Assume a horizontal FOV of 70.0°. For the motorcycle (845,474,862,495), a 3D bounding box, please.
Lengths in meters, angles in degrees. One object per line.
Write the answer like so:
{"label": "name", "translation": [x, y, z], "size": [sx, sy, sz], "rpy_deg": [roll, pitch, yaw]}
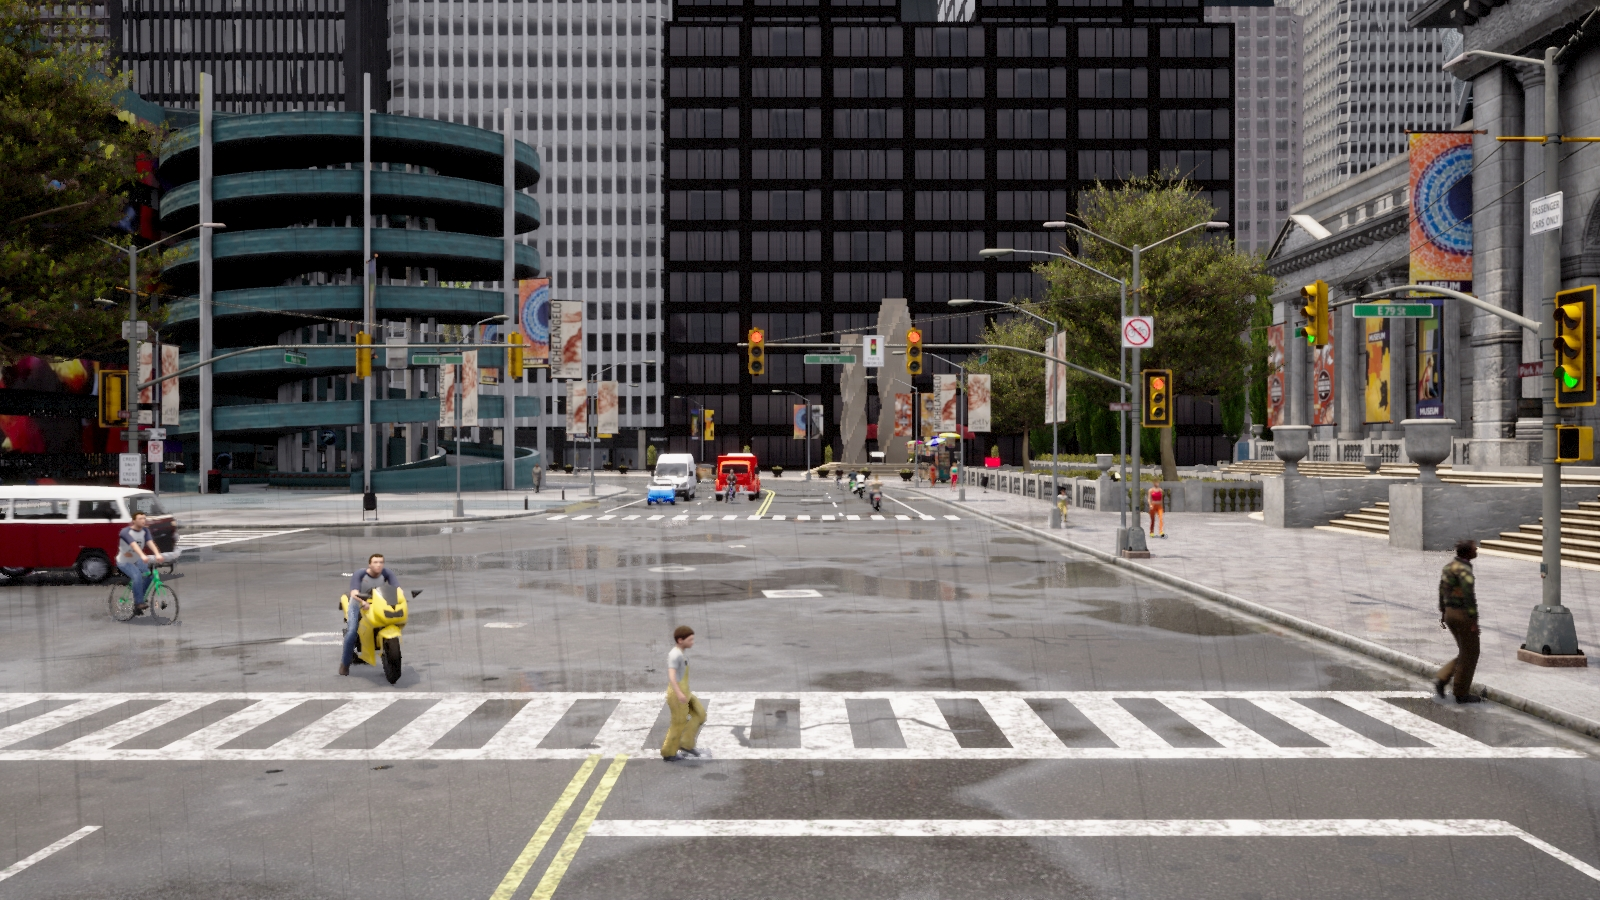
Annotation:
{"label": "motorcycle", "translation": [3.364, 2.154, 72.186], "size": [0.856, 1.236, 1.805], "rpy_deg": [-1, 0, -3]}

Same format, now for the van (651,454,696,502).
{"label": "van", "translation": [-7.042, 1.510, 64.165], "size": [1.988, 2.561, 5.915], "rpy_deg": [0, 0, -1]}

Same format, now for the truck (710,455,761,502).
{"label": "truck", "translation": [-3.541, 1.543, 64.074], "size": [2.627, 2.467, 5.204], "rpy_deg": [0, 0, -1]}

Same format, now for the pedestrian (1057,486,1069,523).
{"label": "pedestrian", "translation": [9.474, 1.961, 41.188], "size": [0.375, 1.300, 0.375], "rpy_deg": [0, 0, 1]}

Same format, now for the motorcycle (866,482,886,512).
{"label": "motorcycle", "translation": [3.510, 2.149, 52.884], "size": [0.764, 1.277, 2.356], "rpy_deg": [0, 0, 0]}

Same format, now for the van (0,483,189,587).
{"label": "van", "translation": [-15.807, 1.773, 24.335], "size": [4.480, 2.038, 2.069], "rpy_deg": [0, 0, -4]}

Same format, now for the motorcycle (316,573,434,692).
{"label": "motorcycle", "translation": [-5.302, 2.208, 14.166], "size": [0.803, 1.145, 2.033], "rpy_deg": [0, -1, -38]}

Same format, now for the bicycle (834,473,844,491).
{"label": "bicycle", "translation": [2.661, 2.180, 78.302], "size": [0.329, 1.171, 1.835], "rpy_deg": [-2, 1, -10]}

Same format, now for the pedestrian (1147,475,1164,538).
{"label": "pedestrian", "translation": [10.610, 1.683, 34.123], "size": [0.375, 1.860, 0.375], "rpy_deg": [0, 0, -2]}

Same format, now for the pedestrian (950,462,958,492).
{"label": "pedestrian", "translation": [9.617, 1.669, 71.395], "size": [0.375, 1.860, 0.375], "rpy_deg": [0, 0, -11]}

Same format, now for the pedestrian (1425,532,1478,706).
{"label": "pedestrian", "translation": [7.176, 1.842, 12.589], "size": [0.375, 1.860, 0.375], "rpy_deg": [0, 0, 3]}

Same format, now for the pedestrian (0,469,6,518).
{"label": "pedestrian", "translation": [-31.064, 1.679, 44.250], "size": [0.375, 1.860, 0.375], "rpy_deg": [0, 0, 4]}

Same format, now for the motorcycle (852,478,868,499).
{"label": "motorcycle", "translation": [3.469, 2.188, 65.970], "size": [0.803, 1.145, 2.033], "rpy_deg": [0, 0, 0]}

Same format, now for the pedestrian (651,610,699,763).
{"label": "pedestrian", "translation": [-1.123, 2.124, 10.309], "size": [0.375, 1.300, 0.375], "rpy_deg": [0, 0, 3]}

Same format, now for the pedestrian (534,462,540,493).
{"label": "pedestrian", "translation": [-15.846, 1.670, 68.816], "size": [0.375, 1.860, 0.375], "rpy_deg": [0, 0, -9]}

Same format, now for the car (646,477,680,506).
{"label": "car", "translation": [-6.988, 2.098, 58.266], "size": [1.481, 1.376, 2.207], "rpy_deg": [0, 0, 0]}
